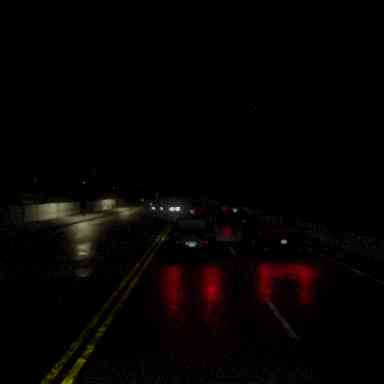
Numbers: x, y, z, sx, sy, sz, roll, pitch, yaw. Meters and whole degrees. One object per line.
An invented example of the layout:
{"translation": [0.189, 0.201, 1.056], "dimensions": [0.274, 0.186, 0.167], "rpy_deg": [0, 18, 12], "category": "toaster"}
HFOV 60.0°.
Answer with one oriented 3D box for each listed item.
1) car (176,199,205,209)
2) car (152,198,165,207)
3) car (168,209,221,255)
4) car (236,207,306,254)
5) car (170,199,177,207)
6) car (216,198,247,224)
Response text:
{"translation": [0.018, 1.644, 28.407], "dimensions": [2.097, 1.767, 4.553], "rpy_deg": [0, -1, 0], "category": "car"}
{"translation": [-6.534, 2.025, 64.599], "dimensions": [2.097, 1.767, 4.553], "rpy_deg": [0, -1, 1], "category": "car"}
{"translation": [0.024, 1.667, 13.883], "dimensions": [1.812, 1.442, 4.674], "rpy_deg": [0, 0, 1], "category": "car"}
{"translation": [3.277, 1.623, 14.240], "dimensions": [1.882, 1.535, 5.008], "rpy_deg": [0, 0, 1], "category": "car"}
{"translation": [-3.282, 2.169, 64.536], "dimensions": [2.128, 1.511, 4.902], "rpy_deg": [0, -1, 1], "category": "car"}
{"translation": [3.256, 1.509, 27.553], "dimensions": [2.150, 2.045, 5.566], "rpy_deg": [0, 0, 0], "category": "car"}
